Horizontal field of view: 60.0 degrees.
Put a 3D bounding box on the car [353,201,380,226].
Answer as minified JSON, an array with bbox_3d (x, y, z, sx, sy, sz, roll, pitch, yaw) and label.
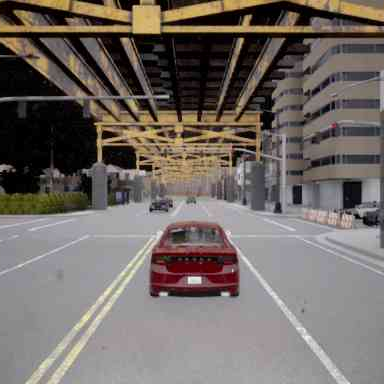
[{"bbox_3d":[13.216,1.453,21.315,4.974,1.542,2.038,0,0,-20],"label":"car"}]

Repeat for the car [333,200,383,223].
[{"bbox_3d":[13.534,1.453,25.474,4.974,1.542,2.038,0,0,25],"label":"car"}]

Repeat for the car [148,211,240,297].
[{"bbox_3d":[0.056,1.478,8.619,1.882,1.535,5.008,0,0,0],"label":"car"}]

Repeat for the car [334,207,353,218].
[{"bbox_3d":[13.581,1.295,25.453,4.536,1.218,1.853,0,0,25],"label":"car"}]

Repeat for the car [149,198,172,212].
[{"bbox_3d":[-3.675,1.564,37.804,1.994,1.385,4.181,0,0,0],"label":"car"}]

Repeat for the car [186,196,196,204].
[{"bbox_3d":[-0.137,1.547,63.294,2.033,1.411,5.357,0,0,0],"label":"car"}]

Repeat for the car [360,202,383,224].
[{"bbox_3d":[13.265,1.295,21.333,4.536,1.218,1.853,0,0,-20],"label":"car"}]
